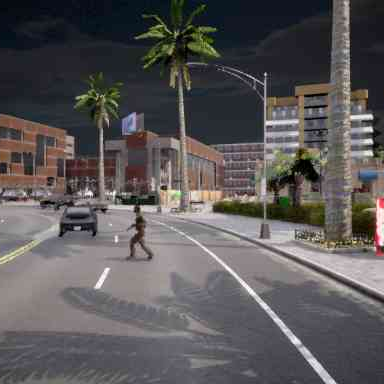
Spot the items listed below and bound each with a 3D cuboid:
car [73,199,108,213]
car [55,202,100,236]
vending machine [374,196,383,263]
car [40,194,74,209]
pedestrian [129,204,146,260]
[{"bbox_3d":[-10.800,1.600,35.630,1.895,1.301,4.718,0,0,-37],"label":"car"},{"bbox_3d":[-6.214,1.504,18.435,1.837,1.490,4.892,0,0,-16],"label":"car"},{"bbox_3d":[6.625,1.195,10.664,1.100,2.100,0.880,0,0,-8],"label":"vending machine"},{"bbox_3d":[-17.568,1.221,43.373,5.566,2.045,2.150,0,0,38],"label":"car"},{"bbox_3d":[-1.743,1.294,10.723,0.375,1.860,0.375,0,0,-9],"label":"pedestrian"}]
